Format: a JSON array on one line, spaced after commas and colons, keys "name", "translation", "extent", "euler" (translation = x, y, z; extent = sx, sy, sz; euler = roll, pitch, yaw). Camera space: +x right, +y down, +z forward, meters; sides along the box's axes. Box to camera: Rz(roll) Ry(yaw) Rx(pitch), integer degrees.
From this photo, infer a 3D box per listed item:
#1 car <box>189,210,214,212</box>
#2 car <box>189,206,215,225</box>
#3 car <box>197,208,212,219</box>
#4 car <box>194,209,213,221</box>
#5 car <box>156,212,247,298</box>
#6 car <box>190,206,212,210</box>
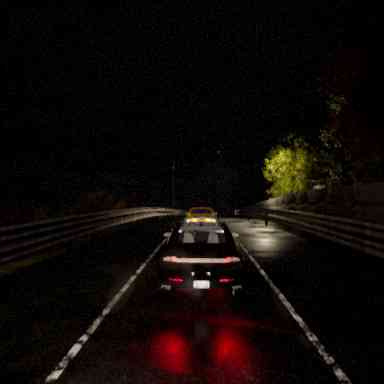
[{"name": "car", "translation": [0.401, 1.673, 14.594], "extent": [1.895, 1.301, 4.718], "euler": [0, -1, 2]}, {"name": "car", "translation": [0.875, 2.007, 29.243], "extent": [2.128, 1.511, 4.902], "euler": [0, -3, 2]}, {"name": "car", "translation": [1.824, 3.001, 46.448], "extent": [1.882, 1.535, 5.008], "euler": [0, -4, 5]}, {"name": "car", "translation": [1.288, 2.493, 36.643], "extent": [1.895, 1.301, 4.718], "euler": [0, -3, 3]}, {"name": "car", "translation": [0.236, 1.497, 8.521], "extent": [2.128, 1.511, 4.902], "euler": [0, 0, 1]}, {"name": "car", "translation": [0.587, 1.688, 20.710], "extent": [1.882, 1.535, 5.008], "euler": [0, -2, 2]}]
